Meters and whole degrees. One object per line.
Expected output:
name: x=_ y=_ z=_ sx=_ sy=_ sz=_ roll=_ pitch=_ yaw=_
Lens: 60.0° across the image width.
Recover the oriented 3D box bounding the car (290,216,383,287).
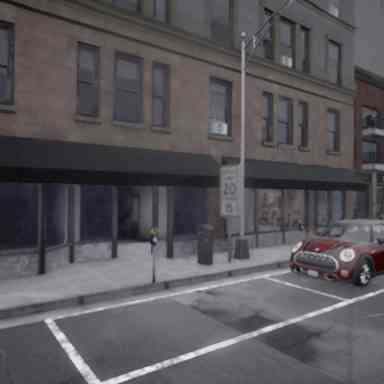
car: x=4.657 y=1.527 z=9.502 sx=4.097 sy=1.590 sz=1.967 roll=1 pitch=0 yaw=-35
